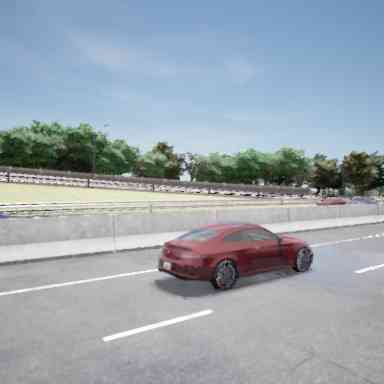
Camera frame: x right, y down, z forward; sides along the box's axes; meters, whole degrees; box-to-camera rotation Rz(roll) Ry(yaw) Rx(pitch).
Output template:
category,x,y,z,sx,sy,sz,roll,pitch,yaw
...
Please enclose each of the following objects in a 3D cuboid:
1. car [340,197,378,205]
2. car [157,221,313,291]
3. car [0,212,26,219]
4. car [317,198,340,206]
category,x,y,z,sx,sy,sz,roll,pitch,yaw
car,20.332,1.377,39.969,4.553,1.767,2.097,0,0,-35
car,1.297,1.524,8.986,4.674,1.442,1.812,0,0,-36
car,-9.620,1.526,14.326,4.674,1.442,1.812,0,0,-36
car,17.978,1.501,42.589,5.008,1.535,1.882,0,0,-35
